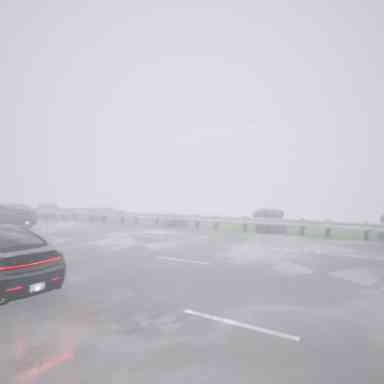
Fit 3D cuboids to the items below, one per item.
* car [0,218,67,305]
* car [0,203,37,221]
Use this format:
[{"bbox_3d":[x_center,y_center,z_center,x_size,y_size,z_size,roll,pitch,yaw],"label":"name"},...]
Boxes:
[{"bbox_3d":[-4.840,1.467,7.323,4.892,1.490,1.837,0,0,32],"label":"car"},{"bbox_3d":[-11.012,1.399,19.113,4.892,1.490,1.837,0,0,29],"label":"car"}]
